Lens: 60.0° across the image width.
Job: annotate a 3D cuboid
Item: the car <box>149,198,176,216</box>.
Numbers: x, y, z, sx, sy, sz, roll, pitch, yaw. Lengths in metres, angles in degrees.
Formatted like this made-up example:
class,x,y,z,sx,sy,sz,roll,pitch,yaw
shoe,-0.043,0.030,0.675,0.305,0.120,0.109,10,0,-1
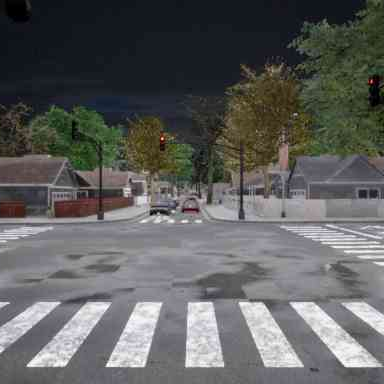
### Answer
class,x,y,z,sx,sy,sz,roll,pitch,yaw
car,-3.021,1.567,32.915,2.033,1.411,5.357,0,0,0

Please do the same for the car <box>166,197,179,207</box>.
class,x,y,z,sx,sy,sz,roll,pitch,yaw
car,-3.016,1.568,53.053,1.812,1.442,4.674,0,0,0

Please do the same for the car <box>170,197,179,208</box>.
class,x,y,z,sx,sy,sz,roll,pitch,yaw
car,-2.999,1.594,42.803,1.994,1.385,4.181,0,0,0

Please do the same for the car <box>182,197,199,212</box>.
class,x,y,z,sx,sy,sz,roll,pitch,yaw
car,-0.168,1.590,39.475,1.994,1.385,4.181,0,0,0
